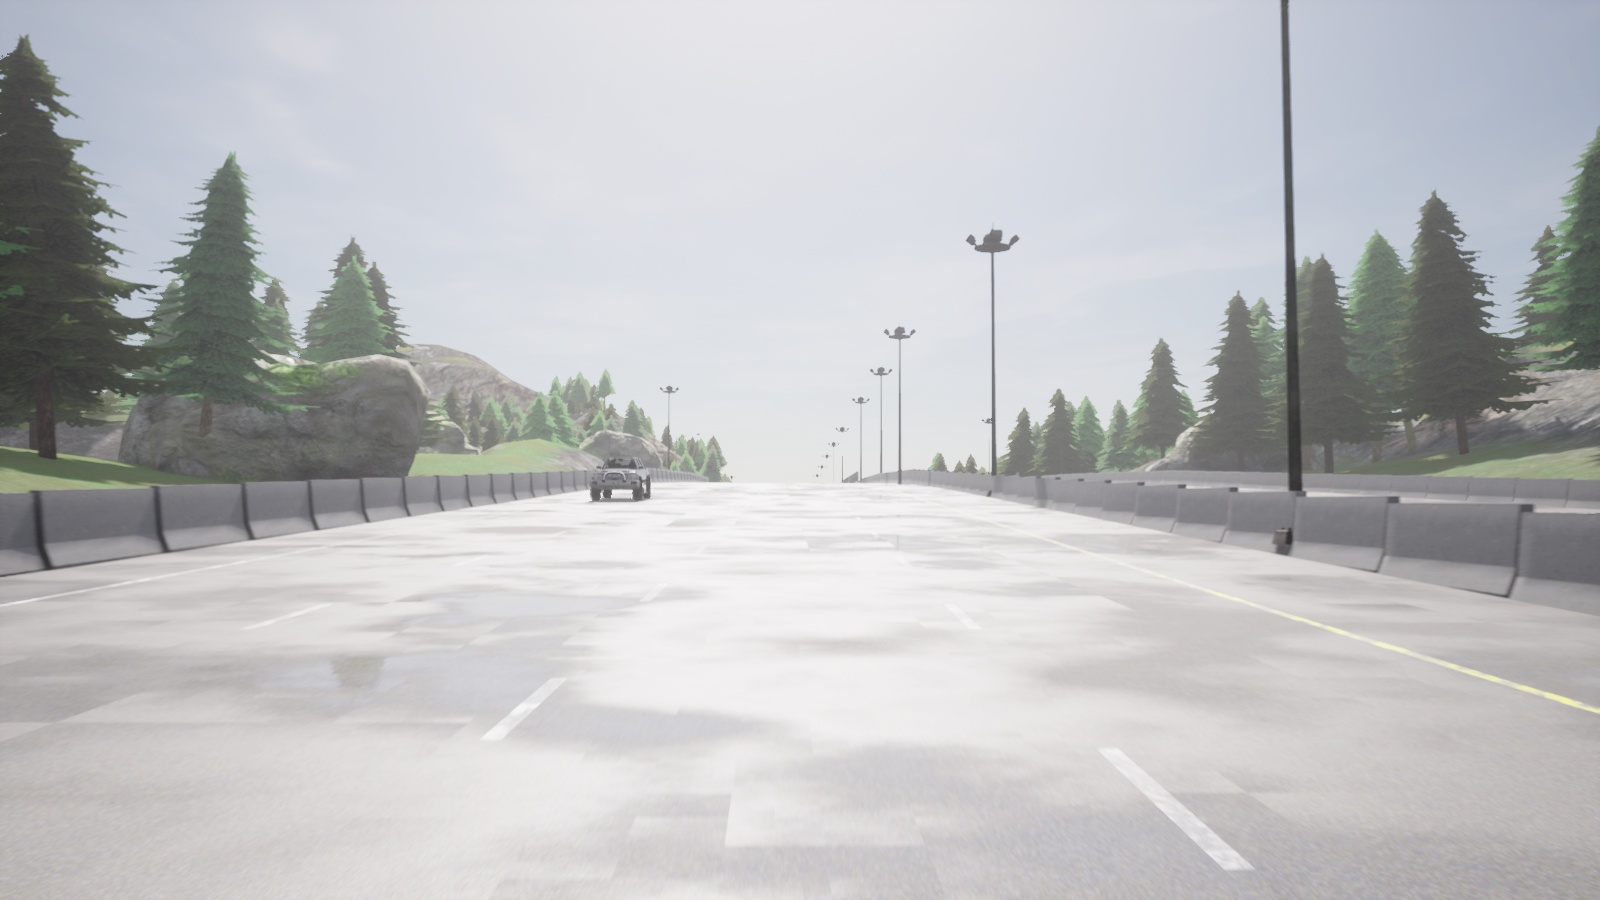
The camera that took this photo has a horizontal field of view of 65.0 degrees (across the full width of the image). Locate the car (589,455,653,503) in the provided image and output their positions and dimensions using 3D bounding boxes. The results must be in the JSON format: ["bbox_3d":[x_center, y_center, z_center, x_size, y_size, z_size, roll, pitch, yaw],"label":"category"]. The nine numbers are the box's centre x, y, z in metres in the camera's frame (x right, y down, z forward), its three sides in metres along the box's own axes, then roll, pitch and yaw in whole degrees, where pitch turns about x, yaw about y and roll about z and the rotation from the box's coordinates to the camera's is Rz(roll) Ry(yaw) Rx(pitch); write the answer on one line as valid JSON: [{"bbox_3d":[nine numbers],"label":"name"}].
[{"bbox_3d":[-7.125,1.124,50.361,1.932,1.855,4.605,0,0,0],"label":"car"}]
